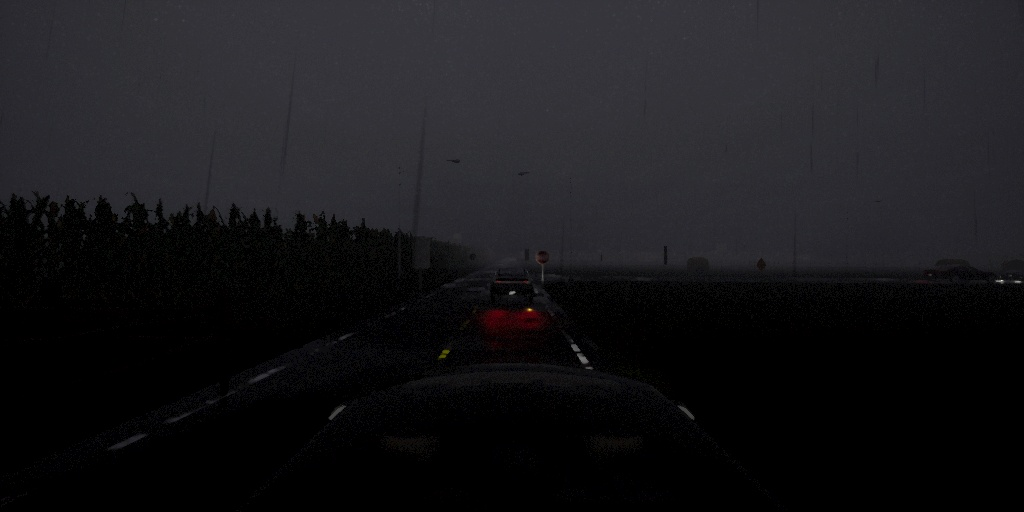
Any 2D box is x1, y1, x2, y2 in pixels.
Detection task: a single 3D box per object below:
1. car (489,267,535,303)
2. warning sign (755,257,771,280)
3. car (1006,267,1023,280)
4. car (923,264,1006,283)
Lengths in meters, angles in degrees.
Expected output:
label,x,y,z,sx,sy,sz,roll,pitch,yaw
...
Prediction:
label,x,y,z,sx,sy,sz,roll,pitch,yaw
car,0.000,1.245,16.499,2.128,1.511,4.902,0,0,0
warning sign,20.464,1.003,29.380,1.060,1.860,1.300,0,0,1
car,49.307,1.705,34.001,4.181,1.385,1.994,0,0,1
car,39.255,1.515,31.454,5.008,1.535,1.882,0,0,1
